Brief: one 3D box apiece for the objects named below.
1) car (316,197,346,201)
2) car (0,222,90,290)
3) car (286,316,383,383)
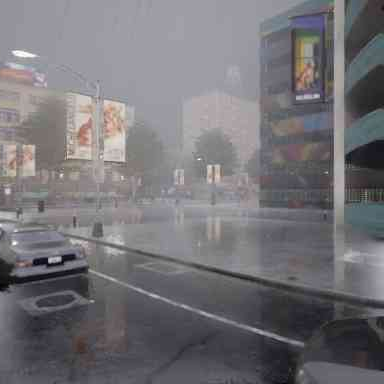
[{"bbox_3d":[17.417,1.320,42.547,4.674,1.452,2.002,0,0,-42],"label":"car"},{"bbox_3d":[-4.778,1.548,9.194,2.033,1.411,5.357,0,0,-44],"label":"car"},{"bbox_3d":[2.783,1.564,2.226,4.181,1.385,1.994,0,0,34],"label":"car"}]
